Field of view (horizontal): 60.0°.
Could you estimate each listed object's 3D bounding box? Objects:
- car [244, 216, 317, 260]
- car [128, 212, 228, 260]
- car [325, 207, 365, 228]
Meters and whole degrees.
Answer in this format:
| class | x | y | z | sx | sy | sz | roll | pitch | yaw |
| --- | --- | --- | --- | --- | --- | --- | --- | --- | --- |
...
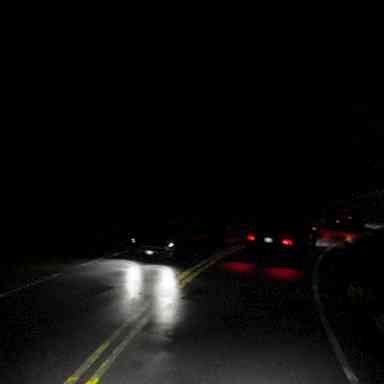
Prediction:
| class | x | y | z | sx | sy | sz | roll | pitch | yaw |
| --- | --- | --- | --- | --- | --- | --- | --- | --- | --- |
| car | 3.673 | 1.664 | 13.131 | 2.033 | 1.411 | 5.357 | 3 | 0 | 28 |
| car | -0.202 | 1.511 | 12.761 | 2.033 | 1.411 | 5.357 | 2 | 1 | 25 |
| car | 11.065 | 1.833 | 23.878 | 1.882 | 1.535 | 5.008 | 4 | 1 | 36 |
